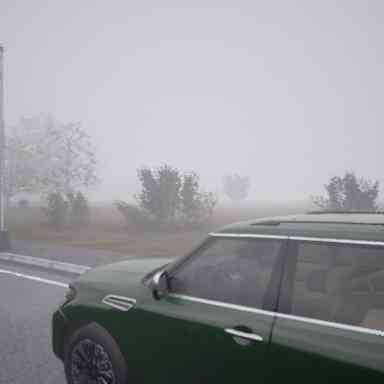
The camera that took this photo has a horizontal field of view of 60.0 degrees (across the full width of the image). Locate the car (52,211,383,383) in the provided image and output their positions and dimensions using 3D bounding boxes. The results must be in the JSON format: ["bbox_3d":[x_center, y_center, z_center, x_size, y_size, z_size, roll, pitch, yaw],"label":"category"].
[{"bbox_3d":[1.044,1.212,3.144,5.566,2.045,2.150,0,0,35],"label":"car"}]
